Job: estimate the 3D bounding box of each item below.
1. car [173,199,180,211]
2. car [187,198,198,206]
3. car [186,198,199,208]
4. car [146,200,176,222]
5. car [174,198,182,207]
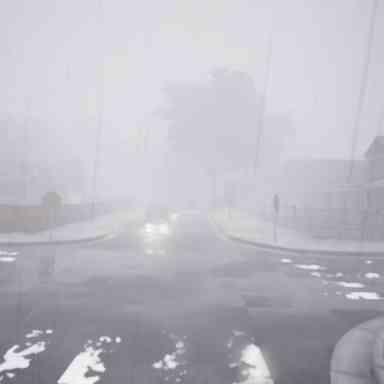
[{"bbox_3d":[-2.802,1.860,41.522,1.895,1.301,4.718,0,0,0],"label":"car"},{"bbox_3d":[0.066,1.835,63.943,1.994,1.385,4.181,0,0,0],"label":"car"},{"bbox_3d":[0.055,1.753,53.522,1.882,1.535,5.008,0,0,0],"label":"car"},{"bbox_3d":[-2.819,1.716,28.684,2.128,1.511,4.902,0,0,0],"label":"car"},{"bbox_3d":[-2.690,1.826,58.114,2.033,1.411,5.357,0,0,0],"label":"car"}]
